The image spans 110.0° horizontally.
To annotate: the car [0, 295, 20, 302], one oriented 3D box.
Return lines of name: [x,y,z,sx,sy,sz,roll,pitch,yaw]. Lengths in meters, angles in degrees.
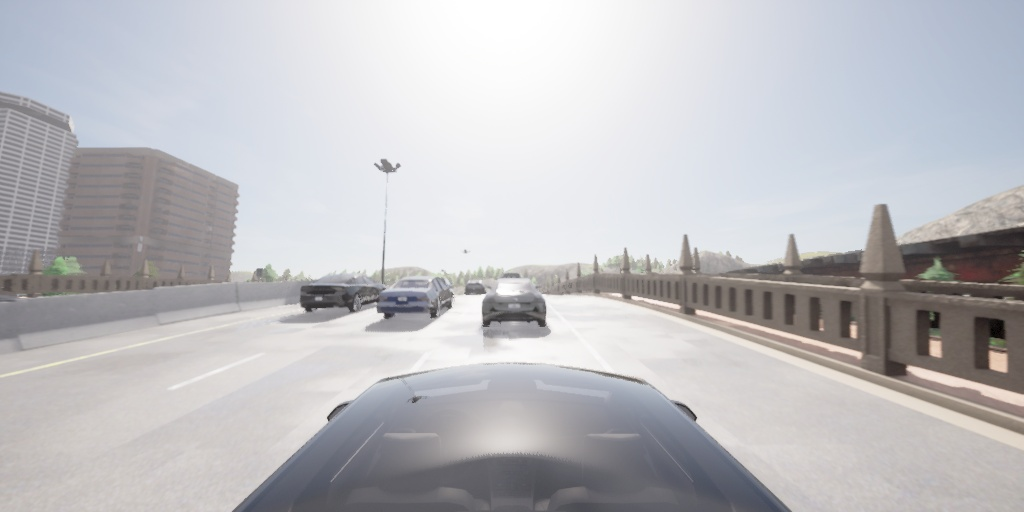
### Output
car: [-14.122,1.418,8.143,1.994,1.385,4.181,0,-1,0]

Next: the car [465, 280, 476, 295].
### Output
car: [-3.568,3.194,35.931,2.128,1.511,4.902,0,-7,0]

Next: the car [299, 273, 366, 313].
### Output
car: [-6.963,1.488,15.375,1.882,1.535,5.008,0,-2,0]

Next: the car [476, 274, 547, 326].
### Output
car: [0.055,1.443,12.187,1.994,1.385,4.181,0,-1,0]

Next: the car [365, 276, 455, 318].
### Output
car: [-3.454,1.485,13.751,2.033,1.411,5.357,0,-2,0]

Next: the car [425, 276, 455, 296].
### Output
car: [-7.068,3.048,35.768,2.097,1.767,4.553,0,-7,0]
